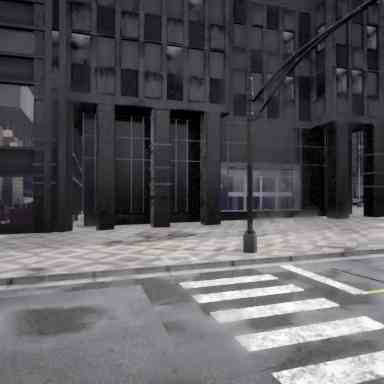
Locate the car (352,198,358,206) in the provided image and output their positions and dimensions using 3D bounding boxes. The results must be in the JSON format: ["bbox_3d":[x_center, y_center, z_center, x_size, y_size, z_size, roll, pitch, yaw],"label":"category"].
[{"bbox_3d":[22.550,1.339,49.221,1.994,1.385,4.181,0,-1,-16],"label":"car"}]
